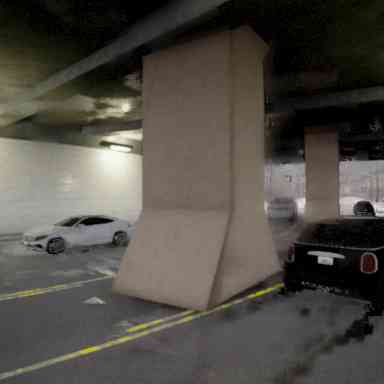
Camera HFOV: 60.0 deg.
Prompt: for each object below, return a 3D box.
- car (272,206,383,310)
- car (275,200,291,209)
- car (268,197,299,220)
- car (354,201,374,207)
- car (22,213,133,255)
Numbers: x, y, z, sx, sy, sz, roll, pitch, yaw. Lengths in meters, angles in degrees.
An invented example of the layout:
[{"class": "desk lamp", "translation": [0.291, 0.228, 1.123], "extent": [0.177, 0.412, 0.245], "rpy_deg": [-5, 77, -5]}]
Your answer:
[{"class": "car", "translation": [4.131, 1.400, 8.242], "extent": [2.097, 1.767, 4.553], "rpy_deg": [-1, -1, 43]}, {"class": "car", "translation": [14.845, 2.020, 53.922], "extent": [1.895, 1.301, 4.718], "rpy_deg": [-1, -1, 23]}, {"class": "car", "translation": [8.439, 1.431, 30.424], "extent": [2.150, 2.045, 5.566], "rpy_deg": [-1, -1, 23]}, {"class": "car", "translation": [18.989, 1.727, 36.747], "extent": [1.812, 1.442, 4.674], "rpy_deg": [-1, -1, 23]}, {"class": "car", "translation": [-4.675, 1.670, 14.211], "extent": [1.812, 1.442, 4.674], "rpy_deg": [0, 0, 43]}]
